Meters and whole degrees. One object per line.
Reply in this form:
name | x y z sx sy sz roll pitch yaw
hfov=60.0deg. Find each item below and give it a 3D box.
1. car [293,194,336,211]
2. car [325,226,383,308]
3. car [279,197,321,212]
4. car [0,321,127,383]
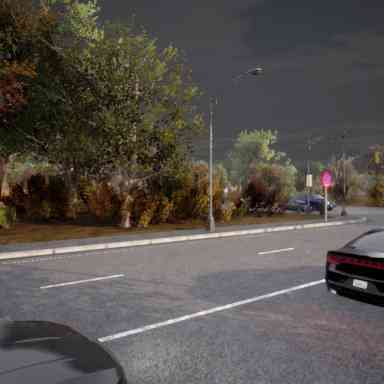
car | 14.663 1.220 40.649 2.150 2.045 5.566 0 0 -31
car | 4.986 1.477 7.329 5.008 1.535 1.882 0 0 -36
car | 12.062 1.562 38.178 1.994 1.385 4.181 0 0 -32
car | -2.729 1.505 1.790 4.892 1.490 1.837 0 0 -36
